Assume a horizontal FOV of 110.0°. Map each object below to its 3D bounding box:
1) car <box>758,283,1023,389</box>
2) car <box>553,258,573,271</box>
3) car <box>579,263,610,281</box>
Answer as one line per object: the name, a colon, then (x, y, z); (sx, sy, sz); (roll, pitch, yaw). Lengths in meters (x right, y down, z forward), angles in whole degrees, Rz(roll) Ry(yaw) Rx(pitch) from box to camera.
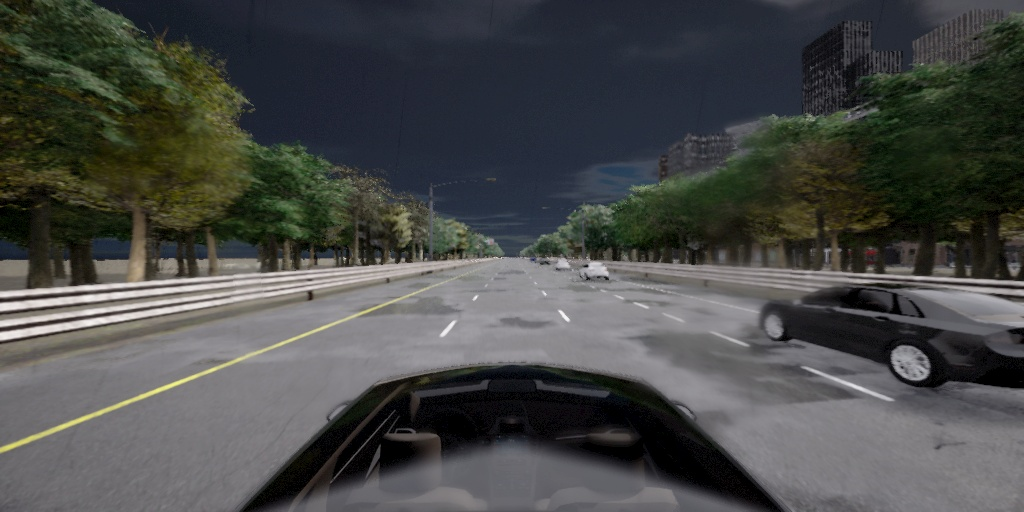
car: (6.998, 1.264, 6.891); (1.837, 1.490, 4.892); (0, 0, 0)
car: (7.060, 1.332, 50.812); (1.812, 1.442, 4.674); (0, 0, 0)
car: (7.008, 1.303, 30.892); (1.812, 1.442, 4.674); (0, 0, 0)
